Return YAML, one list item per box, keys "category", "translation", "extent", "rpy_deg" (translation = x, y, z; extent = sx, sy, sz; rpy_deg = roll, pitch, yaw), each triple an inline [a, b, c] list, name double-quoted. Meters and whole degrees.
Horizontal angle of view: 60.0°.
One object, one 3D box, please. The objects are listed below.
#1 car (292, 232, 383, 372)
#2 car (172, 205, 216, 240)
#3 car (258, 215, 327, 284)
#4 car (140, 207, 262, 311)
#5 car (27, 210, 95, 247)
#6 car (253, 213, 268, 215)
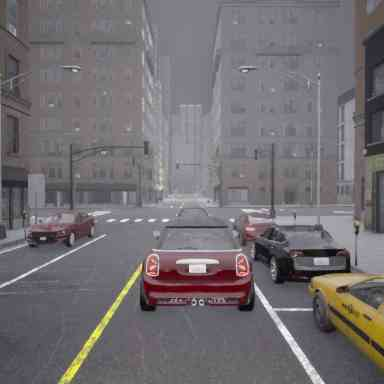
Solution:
- category: "car"
  translation: [2.859, 1.524, 3.985]
  extent: [1.752, 1.417, 4.829]
  rpy_deg: [-1, 0, 0]
- category: "car"
  translation: [0.066, 1.541, 18.144]
  extent: [2.033, 1.411, 5.357]
  rpy_deg: [0, 0, 0]
- category: "car"
  translation: [2.850, 1.562, 9.401]
  extent: [1.947, 1.339, 4.313]
  rpy_deg: [-1, 0, 0]
- category: "car"
  translation: [0.087, 1.349, 7.905]
  extent: [2.097, 1.767, 4.553]
  rpy_deg: [0, 0, 0]
- category: "car"
  translation: [-5.705, 1.539, 14.969]
  extent: [1.887, 1.381, 4.507]
  rpy_deg: [-1, 0, 0]
- category: "car"
  translation: [2.841, 1.576, 14.987]
  extent: [1.802, 1.307, 4.206]
  rpy_deg: [-1, 0, 0]
